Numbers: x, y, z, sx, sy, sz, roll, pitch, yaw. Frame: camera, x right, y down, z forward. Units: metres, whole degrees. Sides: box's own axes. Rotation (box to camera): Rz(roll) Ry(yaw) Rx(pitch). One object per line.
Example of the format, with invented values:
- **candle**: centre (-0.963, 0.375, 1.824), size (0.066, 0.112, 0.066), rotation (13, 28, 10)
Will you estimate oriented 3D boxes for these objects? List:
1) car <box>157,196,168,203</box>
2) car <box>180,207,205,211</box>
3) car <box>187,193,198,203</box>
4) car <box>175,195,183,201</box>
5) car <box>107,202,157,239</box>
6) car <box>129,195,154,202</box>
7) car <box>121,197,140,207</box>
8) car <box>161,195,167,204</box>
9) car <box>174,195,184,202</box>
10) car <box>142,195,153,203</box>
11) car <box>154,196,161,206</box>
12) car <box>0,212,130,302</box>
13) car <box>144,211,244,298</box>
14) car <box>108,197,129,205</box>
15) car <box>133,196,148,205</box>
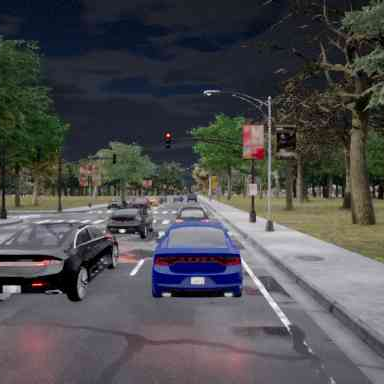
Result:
- **car**: centre (-6.453, 1.533, 72.690), size (1.837, 1.490, 4.892), rotation (0, 0, 0)
- **car**: centre (0.030, 1.527, 17.776), size (1.812, 1.442, 4.674), rotation (0, 0, 1)
- **car**: centre (0.048, 1.265, 73.515), size (2.150, 2.045, 5.566), rotation (0, 0, 0)
- **car**: centre (-3.194, 1.536, 85.153), size (1.882, 1.535, 5.008), rotation (0, 0, 0)
- **car**: centre (-3.141, 1.506, 17.433), size (1.837, 1.490, 4.892), rotation (0, 0, 0)
- **car**: centre (-6.569, 1.489, 43.491), size (1.882, 1.535, 5.008), rotation (0, 0, 0)
- **car**: centre (-9.807, 1.509, 53.121), size (2.128, 1.511, 4.902), rotation (0, 0, 0)
- **car**: centre (-6.519, 1.519, 62.642), size (2.128, 1.511, 4.902), rotation (0, 0, 1)
- **car**: centre (-3.193, 1.569, 75.289), size (1.812, 1.442, 4.674), rotation (0, 0, 0)
- **car**: centre (-9.702, 1.526, 73.109), size (1.837, 1.490, 4.892), rotation (0, 0, 0)
- **car**: centre (-6.560, 1.495, 53.071), size (1.882, 1.535, 5.008), rotation (0, 0, 0)
- **car**: centre (-3.149, 1.491, 8.261), size (2.128, 1.511, 4.902), rotation (0, 0, 0)
- **car**: centre (0.107, 1.478, 8.577), size (1.882, 1.535, 5.008), rotation (0, 0, 0)
- **car**: centre (-9.818, 1.575, 44.201), size (1.994, 1.385, 4.181), rotation (0, 0, 1)
- **car**: centre (-9.765, 1.575, 62.939), size (2.033, 1.411, 5.357), rotation (0, 0, 0)
